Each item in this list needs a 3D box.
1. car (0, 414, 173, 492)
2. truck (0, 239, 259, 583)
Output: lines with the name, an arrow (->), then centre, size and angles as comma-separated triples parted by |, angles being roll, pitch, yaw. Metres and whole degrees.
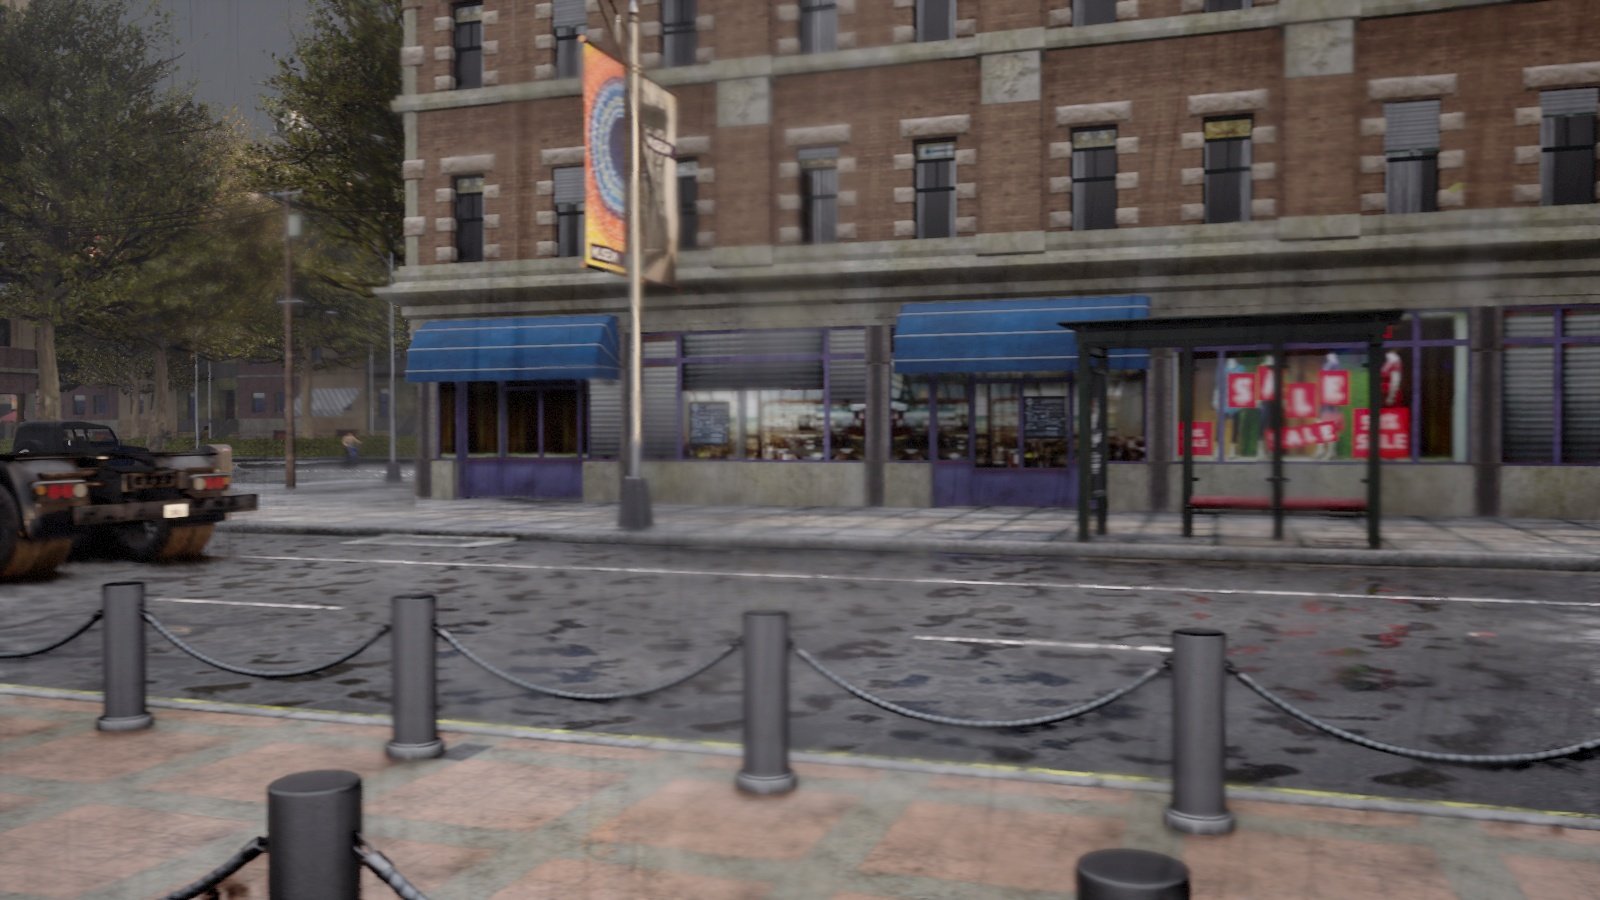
car -> -18.384, 0.036, 32.314 | 1.905, 1.878, 3.866 | 0, 1, 15
truck -> -10.843, -0.441, 15.266 | 7.936, 3.462, 2.891 | 1, 1, 19
